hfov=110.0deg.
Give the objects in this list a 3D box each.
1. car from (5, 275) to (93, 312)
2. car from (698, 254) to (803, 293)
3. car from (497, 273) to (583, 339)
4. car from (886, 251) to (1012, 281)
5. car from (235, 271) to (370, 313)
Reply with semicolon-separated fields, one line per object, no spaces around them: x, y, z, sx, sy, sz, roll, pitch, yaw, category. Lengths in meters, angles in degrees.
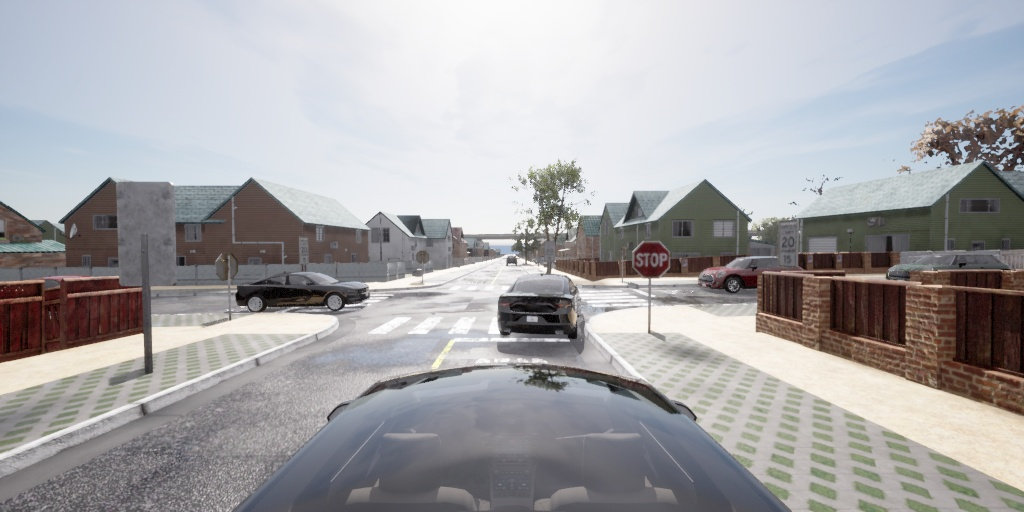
-18.030;1.547;14.683;5.008;1.535;1.882;-1;2;0;car
11.796;0.820;17.848;4.553;1.767;2.097;-1;2;0;car
0.953;1.224;10.232;1.882;1.535;5.008;0;0;12;car
21.691;0.646;17.926;4.553;1.767;2.097;-1;2;0;car
-8.477;1.377;14.752;5.008;1.535;1.882;-1;2;0;car
